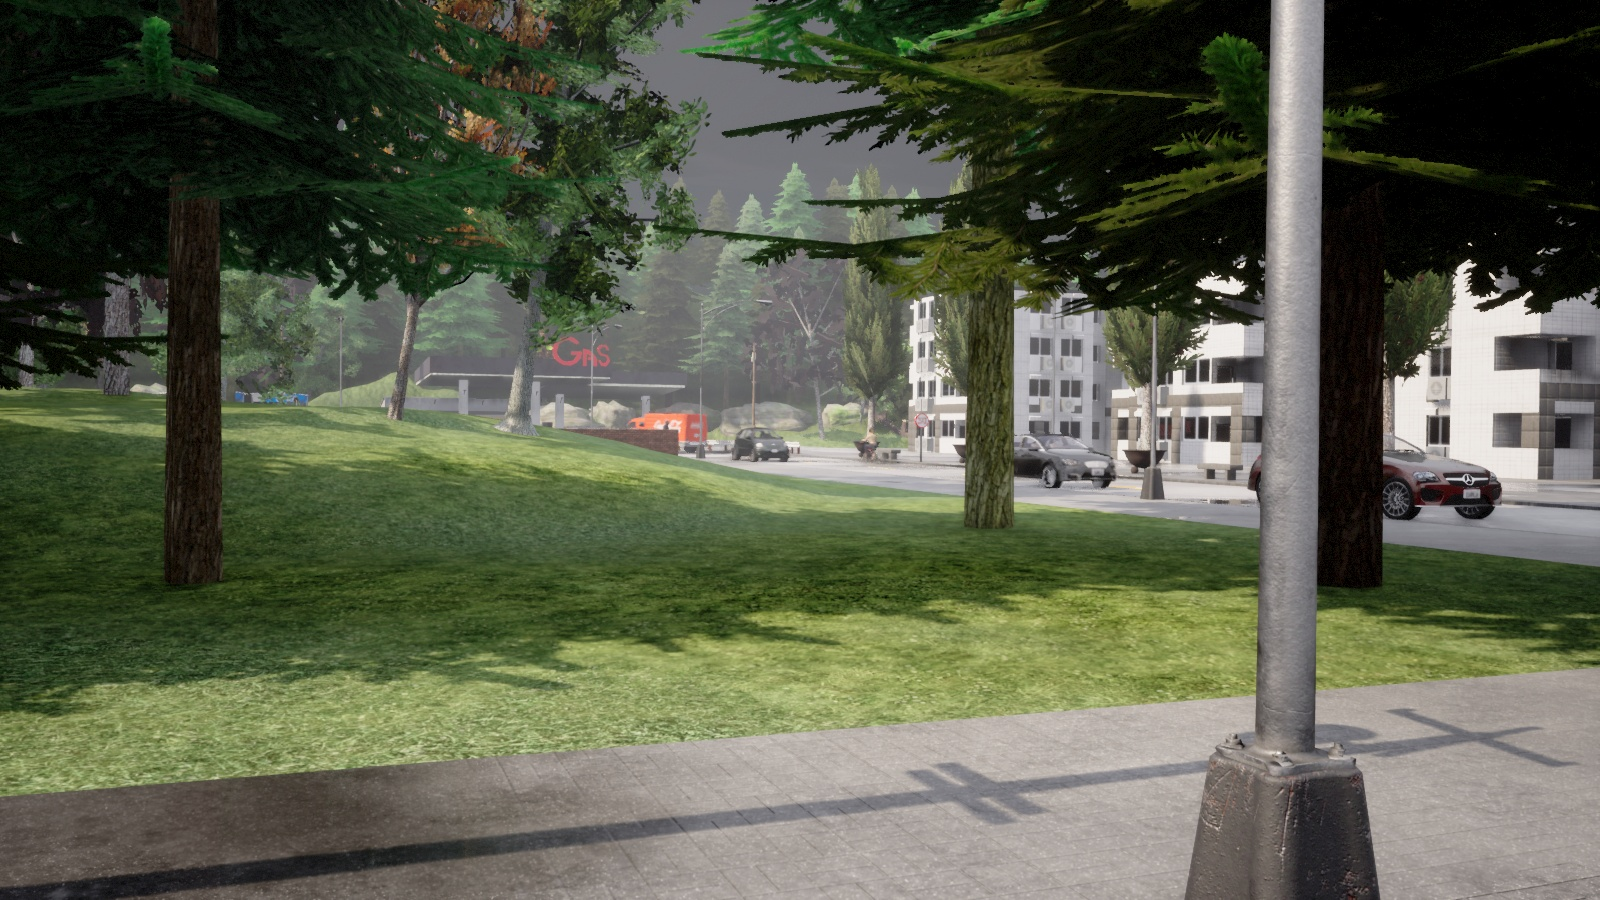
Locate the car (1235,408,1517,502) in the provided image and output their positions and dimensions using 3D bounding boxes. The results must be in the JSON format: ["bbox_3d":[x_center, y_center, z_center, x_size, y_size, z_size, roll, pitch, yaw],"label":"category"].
[{"bbox_3d":[11.236,0.049,24.984,2.152,1.651,5.027,-1,1,-21],"label":"car"}]

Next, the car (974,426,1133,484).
[{"bbox_3d":[7.112,0.095,35.822,2.128,1.511,4.902,-1,1,-21],"label":"car"}]

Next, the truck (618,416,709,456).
[{"bbox_3d":[-8.657,-0.890,79.689,5.204,2.467,2.627,0,1,33],"label":"truck"}]

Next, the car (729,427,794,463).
[{"bbox_3d":[-1.849,-0.250,59.416,1.851,1.617,3.988,-1,1,-21],"label":"car"}]
